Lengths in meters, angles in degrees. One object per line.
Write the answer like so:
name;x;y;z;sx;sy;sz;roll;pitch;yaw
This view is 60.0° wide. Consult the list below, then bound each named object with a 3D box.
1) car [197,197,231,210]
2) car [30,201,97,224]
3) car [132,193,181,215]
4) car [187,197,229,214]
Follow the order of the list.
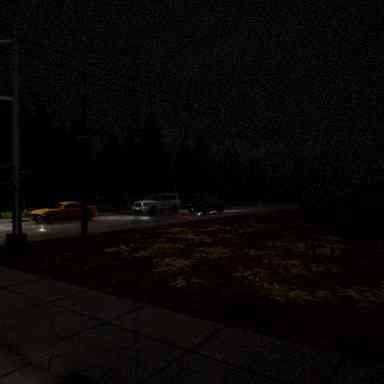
car;2.782;1.404;41.584;1.837;1.490;4.892;0;0;37
car;-9.541;1.485;24.975;1.882;1.535;5.008;0;0;37
car;-3.433;1.175;33.221;2.150;2.045;5.566;0;0;36
car;1.484;1.419;33.641;2.128;1.511;4.902;0;0;36
